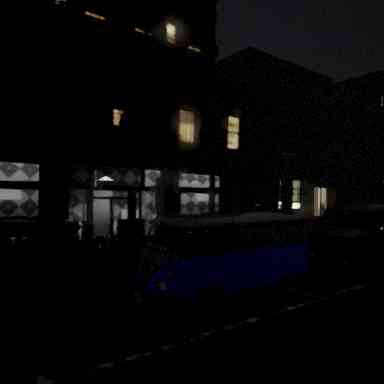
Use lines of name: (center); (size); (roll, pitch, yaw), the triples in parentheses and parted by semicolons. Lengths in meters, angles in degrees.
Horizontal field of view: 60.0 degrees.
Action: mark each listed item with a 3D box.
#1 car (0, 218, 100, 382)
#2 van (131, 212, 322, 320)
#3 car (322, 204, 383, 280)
car: (-3.634, 1.314, 3.945); (5.009, 1.841, 2.192); (0, 1, -35)
van: (0.768, 1.352, 7.085); (3.998, 1.788, 1.690); (0, 1, -35)
car: (5.170, 1.338, 10.224); (5.009, 1.841, 2.192); (0, 1, -35)
